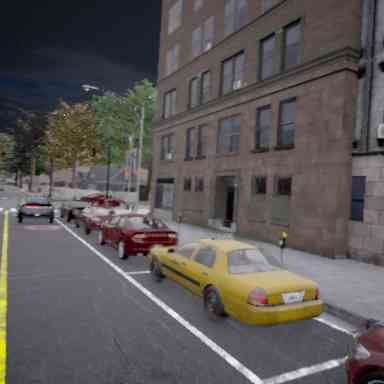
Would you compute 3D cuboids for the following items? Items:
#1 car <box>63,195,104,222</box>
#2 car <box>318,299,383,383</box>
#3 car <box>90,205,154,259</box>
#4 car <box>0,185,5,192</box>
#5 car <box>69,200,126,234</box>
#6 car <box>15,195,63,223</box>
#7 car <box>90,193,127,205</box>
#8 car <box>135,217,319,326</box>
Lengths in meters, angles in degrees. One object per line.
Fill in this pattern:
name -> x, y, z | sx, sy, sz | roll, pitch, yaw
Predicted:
car -> -7.417, 1.144, 21.642 | 1.947, 1.339, 4.313 | 4, 0, -29
car -> 3.232, 1.784, 2.318 | 1.802, 1.307, 4.206 | 4, 0, -29
car -> -2.091, 1.434, 11.980 | 1.887, 1.381, 4.507 | 4, 0, -29
car -> -39.785, -0.736, 68.563 | 1.994, 1.385, 4.181 | 4, 0, -29
car -> -4.755, 1.316, 16.811 | 1.802, 1.307, 4.206 | 4, 0, -29
car -> -9.320, 0.949, 19.757 | 2.128, 1.511, 4.902 | 4, 0, -28
car -> -9.245, 0.914, 35.251 | 5.008, 1.535, 1.882 | 3, -1, -41
car -> 0.491, 1.566, 7.298 | 1.752, 1.417, 4.829 | 4, 0, -29
